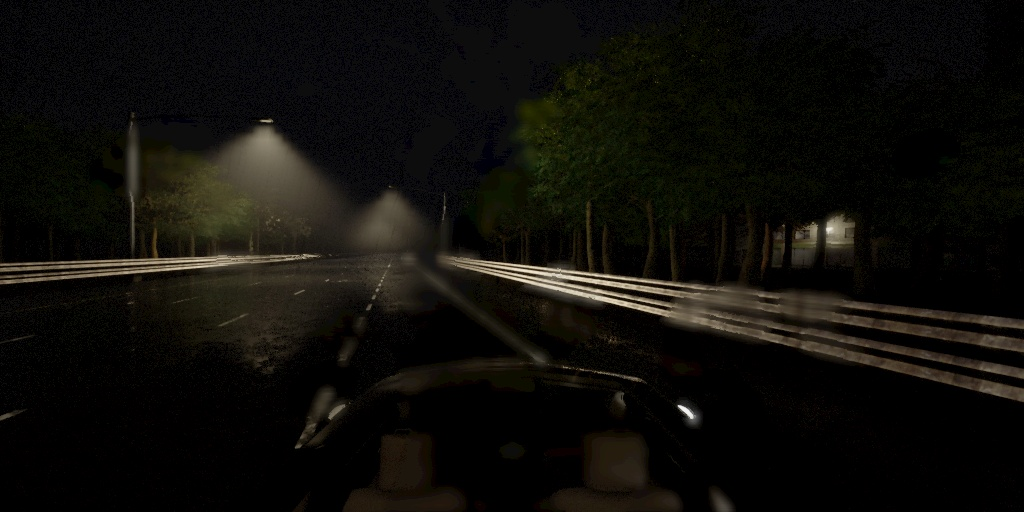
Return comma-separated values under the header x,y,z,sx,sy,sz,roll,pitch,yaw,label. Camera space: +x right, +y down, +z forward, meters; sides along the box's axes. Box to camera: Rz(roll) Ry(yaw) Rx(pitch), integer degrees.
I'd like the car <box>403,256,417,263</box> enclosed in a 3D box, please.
x,y,z,sx,sy,sz,roll,pitch,yaw,label
-17.585,0.594,62.197,1.895,1.301,4.718,0,1,-7,car
